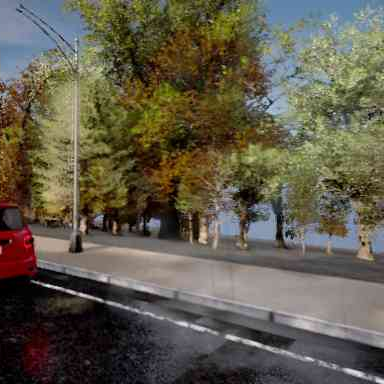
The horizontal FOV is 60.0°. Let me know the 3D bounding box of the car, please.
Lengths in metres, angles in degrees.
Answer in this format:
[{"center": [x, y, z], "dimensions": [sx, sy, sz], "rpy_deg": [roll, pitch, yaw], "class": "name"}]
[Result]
[{"center": [-5.933, 1.212, 7.812], "dimensions": [5.566, 2.045, 2.150], "rpy_deg": [0, 0, 35], "class": "car"}]
